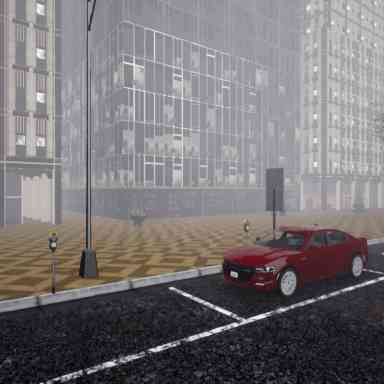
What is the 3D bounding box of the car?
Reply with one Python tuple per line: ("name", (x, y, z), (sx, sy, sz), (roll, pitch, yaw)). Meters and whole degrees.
("car", (2.743, 1.545, 8.529), (4.507, 1.381, 1.887), (0, 0, -36))
